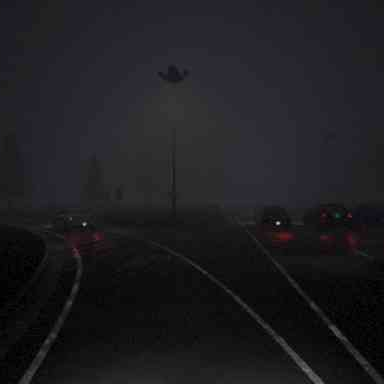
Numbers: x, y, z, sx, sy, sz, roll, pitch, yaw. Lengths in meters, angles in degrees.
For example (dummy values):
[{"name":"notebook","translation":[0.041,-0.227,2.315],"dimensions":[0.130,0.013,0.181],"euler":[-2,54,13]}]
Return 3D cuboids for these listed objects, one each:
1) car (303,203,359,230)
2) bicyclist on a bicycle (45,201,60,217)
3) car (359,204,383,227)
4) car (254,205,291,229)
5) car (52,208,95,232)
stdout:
[{"name":"car","translation":[8.898,1.488,22.167],"dimensions":[2.097,1.767,4.553],"euler":[0,-1,4]},{"name":"bicyclist on a bicycle","translation":[-14.138,1.687,33.728],"dimensions":[0.582,1.620,1.656],"euler":[-1,0,34]},{"name":"car","translation":[12.522,1.604,23.769],"dimensions":[1.882,1.535,5.008],"euler":[0,0,4]},{"name":"car","translation":[5.430,1.668,22.731],"dimensions":[1.837,1.490,4.892],"euler":[0,0,4]},{"name":"car","translation":[-7.981,1.773,22.358],"dimensions":[1.812,1.442,4.674],"euler":[0,-1,-36]}]
